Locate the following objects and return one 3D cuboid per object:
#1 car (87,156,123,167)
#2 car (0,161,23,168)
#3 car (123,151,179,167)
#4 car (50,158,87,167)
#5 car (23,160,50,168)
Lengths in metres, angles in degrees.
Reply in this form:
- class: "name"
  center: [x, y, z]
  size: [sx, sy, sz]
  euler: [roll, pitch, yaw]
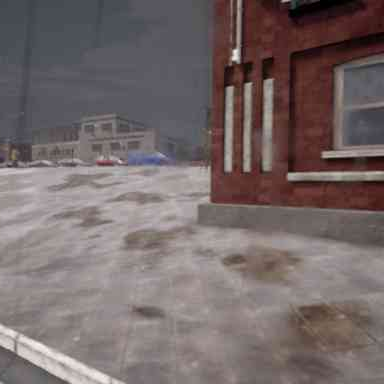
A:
- class: "car"
  center: [-9.249, -3.366, 38.106]
  size: [4.553, 1.767, 2.185]
  euler: [1, 1, 26]
- class: "car"
  center: [-24.027, -3.537, 45.611]
  size: [4.792, 1.488, 2.163]
  euler: [1, 1, 29]
- class: "car"
  center: [-4.148, -3.347, 35.767]
  size: [5.566, 2.045, 2.435]
  euler: [2, 1, 25]
- class: "car"
  center: [-14.330, -3.363, 40.547]
  size: [4.892, 1.521, 2.231]
  euler: [1, 1, 27]
- class: "car"
  center: [-19.162, -3.425, 43.005]
  size: [4.674, 1.452, 2.002]
  euler: [1, 1, 28]
